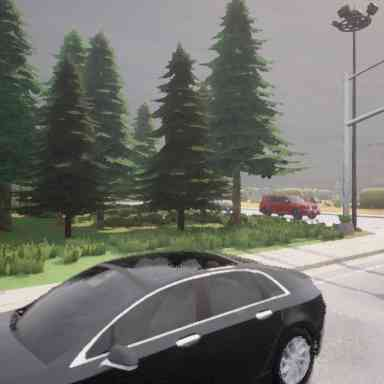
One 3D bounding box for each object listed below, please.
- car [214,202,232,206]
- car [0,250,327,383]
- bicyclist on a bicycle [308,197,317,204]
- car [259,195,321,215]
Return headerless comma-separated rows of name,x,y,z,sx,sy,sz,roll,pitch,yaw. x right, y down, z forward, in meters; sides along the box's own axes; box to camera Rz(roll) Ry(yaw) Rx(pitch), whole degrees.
car,2.507,1.518,37.499,2.128,1.511,4.902,0,0,-34
car,-0.494,1.505,3.646,4.892,1.490,1.837,0,0,-36
bicyclist on a bicycle,12.903,1.327,35.575,1.656,1.620,0.582,0,0,-34
car,8.346,1.248,28.993,2.150,2.045,5.566,0,0,-34
